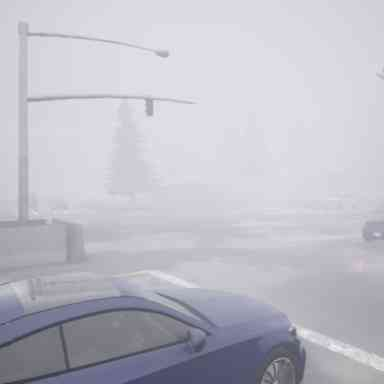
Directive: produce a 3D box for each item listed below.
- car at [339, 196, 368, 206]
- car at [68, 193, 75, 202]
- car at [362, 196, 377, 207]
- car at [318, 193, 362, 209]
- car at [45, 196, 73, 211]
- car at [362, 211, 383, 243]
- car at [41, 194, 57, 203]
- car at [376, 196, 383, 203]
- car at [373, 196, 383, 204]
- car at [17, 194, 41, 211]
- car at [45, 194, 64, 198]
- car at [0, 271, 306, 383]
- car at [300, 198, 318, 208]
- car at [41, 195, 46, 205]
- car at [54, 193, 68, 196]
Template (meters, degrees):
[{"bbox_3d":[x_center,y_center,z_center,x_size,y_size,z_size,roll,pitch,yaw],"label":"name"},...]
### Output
[{"bbox_3d":[25.188,1.375,51.851,5.008,1.535,1.882,-1,0,-35],"label":"car"},{"bbox_3d":[-26.027,1.217,69.729,2.150,2.045,5.566,0,0,-11],"label":"car"},{"bbox_3d":[27.729,1.385,49.358,4.902,1.511,2.128,-1,0,-35],"label":"car"},{"bbox_3d":[19.451,1.167,43.542,5.566,2.045,2.150,0,0,-35],"label":"car"},{"bbox_3d":[-16.659,1.543,41.633,2.033,1.411,5.357,0,0,-29],"label":"car"},{"bbox_3d":[9.325,1.523,14.720,4.674,1.442,1.812,0,0,-36],"label":"car"},{"bbox_3d":[-29.329,1.348,68.197,2.097,1.767,4.553,0,0,-11],"label":"car"},{"bbox_3d":[23.300,1.452,37.692,4.892,1.490,1.837,0,0,-35],"label":"car"},{"bbox_3d":[33.604,1.397,57.760,4.718,1.301,1.895,-1,1,-35],"label":"car"},{"bbox_3d":[-20.017,1.217,40.576,2.150,2.045,5.566,0,0,-28],"label":"car"},{"bbox_3d":[-20.797,1.472,50.533,1.882,1.535,5.008,0,0,-22],"label":"car"},{"bbox_3d":[-0.928,1.526,3.101,4.674,1.442,1.812,0,0,-36],"label":"car"},{"bbox_3d":[17.218,1.547,46.251,4.718,1.301,1.895,0,0,-35],"label":"car"},{"bbox_3d":[-27.255,1.541,58.507,2.033,1.411,5.357,0,0,-18],"label":"car"},{"bbox_3d":[-23.909,1.215,59.540,2.150,2.045,5.566,0,0,-18],"label":"car"}]
